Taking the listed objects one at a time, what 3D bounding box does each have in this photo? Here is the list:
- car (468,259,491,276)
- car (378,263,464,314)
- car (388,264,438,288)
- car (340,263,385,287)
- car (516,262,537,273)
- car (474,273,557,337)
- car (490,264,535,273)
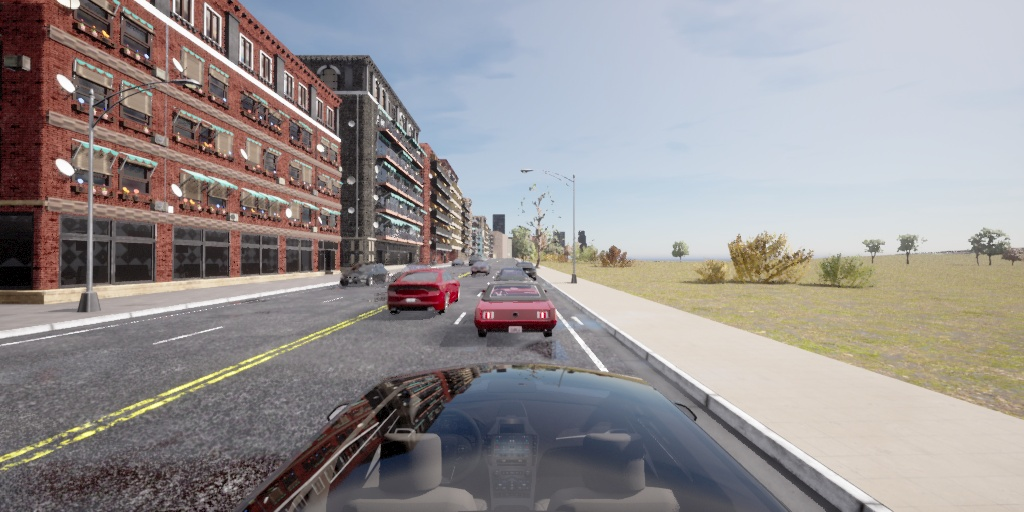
[{"bbox_3d":[-3.267,1.301,37.889,2.033,1.411,5.357,0,0,0],"label":"car"},{"bbox_3d":[-3.190,1.229,13.767,1.882,1.535,5.008,0,0,0],"label":"car"},{"bbox_3d":[-6.679,1.301,24.951,2.033,1.411,5.357,0,0,0],"label":"car"},{"bbox_3d":[-9.926,1.258,24.469,1.837,1.490,4.892,0,0,0],"label":"car"},{"bbox_3d":[1.044,1.259,30.254,1.837,1.490,4.892,0,0,0],"label":"car"},{"bbox_3d":[0.073,1.352,10.229,1.895,1.301,4.718,0,0,0],"label":"car"},{"bbox_3d":[0.031,1.317,20.259,1.994,1.385,4.181,0,0,0],"label":"car"}]
